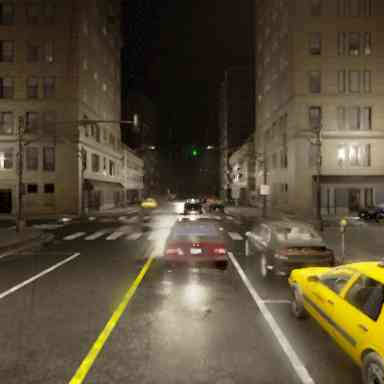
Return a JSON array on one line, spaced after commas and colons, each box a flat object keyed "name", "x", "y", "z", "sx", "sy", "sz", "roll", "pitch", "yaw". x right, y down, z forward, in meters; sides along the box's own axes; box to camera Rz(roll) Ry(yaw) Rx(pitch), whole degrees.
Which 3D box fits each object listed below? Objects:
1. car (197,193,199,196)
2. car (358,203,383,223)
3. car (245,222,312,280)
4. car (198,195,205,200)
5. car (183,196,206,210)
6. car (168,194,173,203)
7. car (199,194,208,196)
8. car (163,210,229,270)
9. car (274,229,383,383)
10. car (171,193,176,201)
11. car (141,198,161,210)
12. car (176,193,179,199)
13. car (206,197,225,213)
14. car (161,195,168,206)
[{"name": "car", "x": 2.652, "y": 1.318, "z": 70.732, "sx": 2.192, "sy": 1.841, "sz": 5.009, "roll": 0, "pitch": 0, "yaw": 0}, {"name": "car", "x": 14.521, "y": 1.478, "z": 24.403, "sx": 4.181, "sy": 1.385, "sz": 1.994, "roll": 0, "pitch": 0, "yaw": 0}, {"name": "car", "x": 2.641, "y": 1.552, "z": 9.766, "sx": 2.008, "sy": 1.369, "sz": 4.403, "roll": 0, "pitch": 0, "yaw": 0}, {"name": "car", "x": 2.657, "y": 1.525, "z": 93.629, "sx": 1.752, "sy": 1.417, "sz": 4.829, "roll": 0, "pitch": 0, "yaw": 0}, {"name": "car", "x": 0.107, "y": 1.496, "z": 36.264, "sx": 2.128, "sy": 1.511, "sz": 4.902, "roll": 0, "pitch": 0, "yaw": 0}, {"name": "car", "x": -5.374, "y": 1.554, "z": 65.048, "sx": 2.008, "sy": 1.369, "sz": 4.403, "roll": 0, "pitch": 0, "yaw": 0}, {"name": "car", "x": 2.650, "y": 1.444, "z": 59.368, "sx": 1.967, "sy": 1.590, "sz": 4.097, "roll": 0, "pitch": 0, "yaw": 0}, {"name": "car", "x": 0.101, "y": 1.549, "z": 10.947, "sx": 2.033, "sy": 1.411, "sz": 5.357, "roll": 0, "pitch": 0, "yaw": 0}, {"name": "car", "x": 2.645, "y": 1.526, "z": 4.529, "sx": 1.752, "sy": 1.417, "sz": 4.829, "roll": 0, "pitch": 0, "yaw": 0}, {"name": "car", "x": -5.372, "y": 1.442, "z": 76.411, "sx": 1.967, "sy": 1.590, "sz": 4.097, "roll": 0, "pitch": 0, "yaw": 0}, {"name": "car", "x": -5.379, "y": 1.531, "z": 42.153, "sx": 1.752, "sy": 1.417, "sz": 4.829, "roll": 0, "pitch": 0, "yaw": 0}, {"name": "car", "x": -5.370, "y": 1.316, "z": 87.773, "sx": 2.192, "sy": 1.841, "sz": 5.009, "roll": 0, "pitch": 0, "yaw": 0}, {"name": "car", "x": 2.645, "y": 1.556, "z": 36.642, "sx": 2.008, "sy": 1.369, "sz": 4.403, "roll": 0, "pitch": 0, "yaw": 0}, {"name": "car", "x": -5.377, "y": 1.571, "z": 53.686, "sx": 1.947, "sy": 1.339, "sz": 4.313, "roll": 0, "pitch": 0, "yaw": 0}]
